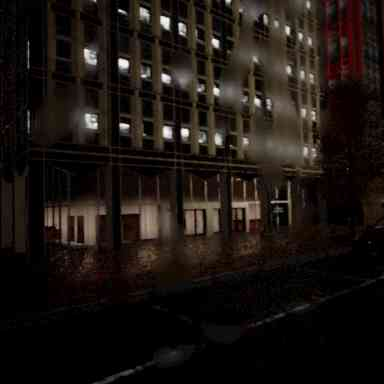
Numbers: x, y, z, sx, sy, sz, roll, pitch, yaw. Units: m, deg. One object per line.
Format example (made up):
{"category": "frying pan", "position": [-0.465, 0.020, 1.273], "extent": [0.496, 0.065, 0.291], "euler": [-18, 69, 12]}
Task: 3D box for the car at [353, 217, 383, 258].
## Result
{"category": "car", "position": [8.006, 1.636, 12.959], "extent": [4.097, 1.590, 1.967], "euler": [0, -2, -38]}
